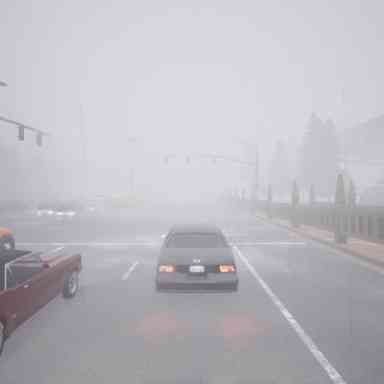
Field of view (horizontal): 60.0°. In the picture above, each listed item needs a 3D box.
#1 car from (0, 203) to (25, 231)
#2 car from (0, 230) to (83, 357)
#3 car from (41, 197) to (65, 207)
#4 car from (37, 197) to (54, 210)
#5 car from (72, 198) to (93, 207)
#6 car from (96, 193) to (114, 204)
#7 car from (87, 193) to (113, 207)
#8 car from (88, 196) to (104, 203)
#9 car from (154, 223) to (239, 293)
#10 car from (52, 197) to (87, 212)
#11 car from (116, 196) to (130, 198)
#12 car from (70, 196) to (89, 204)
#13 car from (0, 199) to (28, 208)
[{"bbox_3d":[-6.910,1.352,9.201,2.097,1.767,4.553,0,0,0],"label":"car"},{"bbox_3d":[-3.406,1.601,5.537,1.895,1.301,4.718,0,0,0],"label":"car"},{"bbox_3d":[-21.147,1.526,50.822,1.812,1.442,4.674,0,0,0],"label":"car"},{"bbox_3d":[-17.637,1.564,41.608,1.994,1.385,4.181,0,0,0],"label":"car"},{"bbox_3d":[-17.642,1.601,53.763,1.895,1.301,4.718,0,0,0],"label":"car"},{"bbox_3d":[-17.573,1.221,67.141,2.150,2.045,5.566,0,0,0],"label":"car"},{"bbox_3d":[-14.144,1.217,51.960,2.150,2.045,5.566,0,1,0],"label":"car"},{"bbox_3d":[-21.080,1.540,73.013,2.033,1.411,5.357,0,0,0],"label":"car"},{"bbox_3d":[0.090,1.547,8.994,2.033,1.411,5.357,0,0,0],"label":"car"},{"bbox_3d":[-14.139,1.564,38.638,1.994,1.385,4.181,0,0,0],"label":"car"},{"bbox_3d":[-14.104,1.525,65.167,1.812,1.442,4.674,0,0,0],"label":"car"},{"bbox_3d":[-21.106,1.564,62.557,1.994,1.385,4.181,0,0,0],"label":"car"},{"bbox_3d":[-21.840,1.548,39.347,2.033,1.411,5.357,0,0,12],"label":"car"}]
